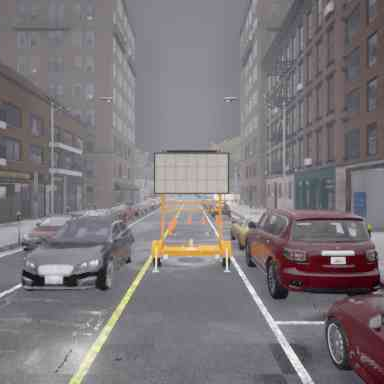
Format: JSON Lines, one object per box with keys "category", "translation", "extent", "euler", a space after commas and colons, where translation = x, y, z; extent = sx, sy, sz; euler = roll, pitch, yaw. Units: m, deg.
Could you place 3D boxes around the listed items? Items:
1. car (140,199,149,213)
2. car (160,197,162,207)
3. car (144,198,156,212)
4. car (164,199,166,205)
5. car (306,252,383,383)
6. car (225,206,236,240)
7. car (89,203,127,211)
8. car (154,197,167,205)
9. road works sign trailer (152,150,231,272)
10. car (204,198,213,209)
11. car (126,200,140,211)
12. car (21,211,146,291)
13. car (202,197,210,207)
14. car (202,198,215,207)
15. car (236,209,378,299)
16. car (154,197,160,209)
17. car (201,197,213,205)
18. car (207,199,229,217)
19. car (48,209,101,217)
{"category": "car", "translation": [-5.426, 1.567, 30.426], "extent": [1.947, 1.339, 4.313], "euler": [0, 0, 0]}
{"category": "car", "translation": [-5.448, 1.535, 46.812], "extent": [1.752, 1.417, 4.829], "euler": [0, 0, 0]}
{"category": "car", "translation": [-5.434, 1.553, 35.944], "extent": [2.008, 1.369, 4.403], "euler": [0, 0, 0]}
{"category": "car", "translation": [-5.456, 1.454, 52.501], "extent": [1.967, 1.590, 4.097], "euler": [0, 0, 0]}
{"category": "car", "translation": [2.634, 1.582, 2.849], "extent": [1.802, 1.307, 4.206], "euler": [0, 0, 0]}
{"category": "car", "translation": [2.616, 1.525, 14.054], "extent": [1.752, 1.417, 4.829], "euler": [0, 0, 0]}
{"category": "car", "translation": [-5.412, 1.551, 19.389], "extent": [2.008, 1.369, 4.403], "euler": [0, 0, 0]}
{"category": "car", "translation": [-5.463, 1.600, 58.020], "extent": [1.802, 1.307, 4.206], "euler": [0, 0, 0]}
{"category": "road works sign trailer", "translation": [-0.014, 0.464, 10.731], "extent": [2.380, 3.560, 2.880], "euler": [0, 0, 0]}
{"category": "car", "translation": [2.591, 1.584, 35.958], "extent": [1.802, 1.307, 4.206], "euler": [0, 0, 0]}
{"category": "car", "translation": [-5.419, 1.545, 24.908], "extent": [1.887, 1.381, 4.507], "euler": [0, 0, 0]}
{"category": "car", "translation": [-2.759, 1.492, 9.104], "extent": [2.128, 1.511, 4.902], "euler": [0, 0, 0]}
{"category": "car", "translation": [2.584, 1.531, 41.647], "extent": [1.752, 1.417, 4.829], "euler": [0, 0, 0]}
{"category": "car", "translation": [2.570, 1.596, 52.513], "extent": [1.802, 1.307, 4.206], "euler": [0, 0, 0]}
{"category": "car", "translation": [2.627, 1.315, 8.368], "extent": [2.192, 1.841, 5.009], "euler": [0, 0, 0]}
{"category": "car", "translation": [-5.441, 1.446, 41.463], "extent": [1.967, 1.590, 4.097], "euler": [0, 0, 0]}
{"category": "car", "translation": [2.563, 1.584, 58.032], "extent": [1.947, 1.339, 4.313], "euler": [0, 0, 0]}
{"category": "car", "translation": [2.599, 1.583, 30.441], "extent": [1.802, 1.307, 4.206], "euler": [0, 0, 0]}
{"category": "car", "translation": [-5.405, 1.582, 13.869], "extent": [1.802, 1.307, 4.206], "euler": [0, 0, 0]}
